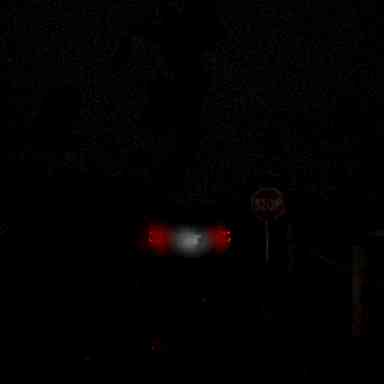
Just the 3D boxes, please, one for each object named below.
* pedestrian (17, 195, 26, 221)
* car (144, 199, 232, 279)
[{"bbox_3d":[-12.163,1.107,23.709,0.375,1.860,0.375,0,-1,0],"label":"pedestrian"},{"bbox_3d":[-0.271,1.211,10.182,2.150,2.045,5.566,0,0,-6],"label":"car"}]
